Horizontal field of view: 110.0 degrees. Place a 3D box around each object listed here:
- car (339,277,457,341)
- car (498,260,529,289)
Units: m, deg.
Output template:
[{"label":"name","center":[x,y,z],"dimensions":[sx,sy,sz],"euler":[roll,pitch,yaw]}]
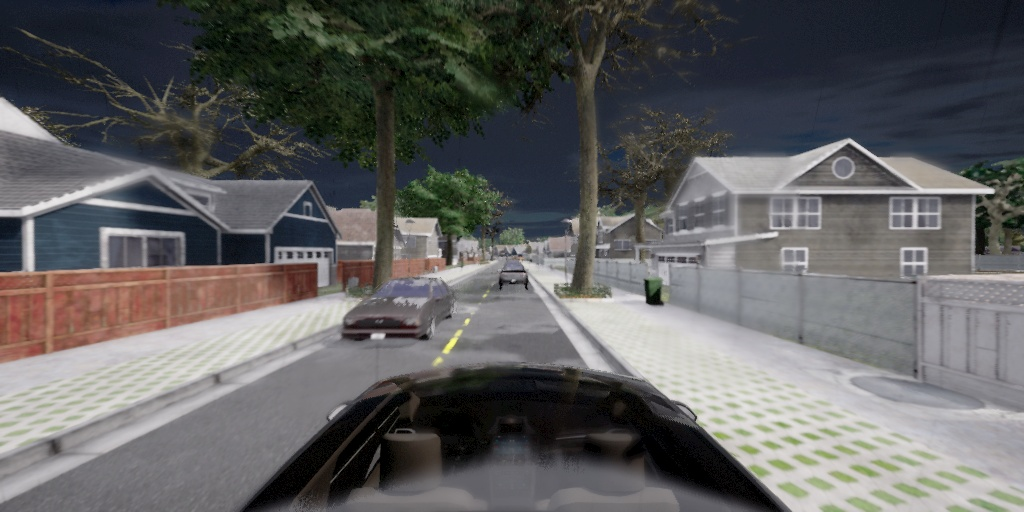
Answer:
[{"label":"car","center":[-2.790,1.303,10.179],"dimensions":[2.033,1.411,5.357],"euler":[0,0,1]},{"label":"car","center":[0.100,1.251,23.394],"dimensions":[2.128,1.511,4.902],"euler":[0,0,0]}]
